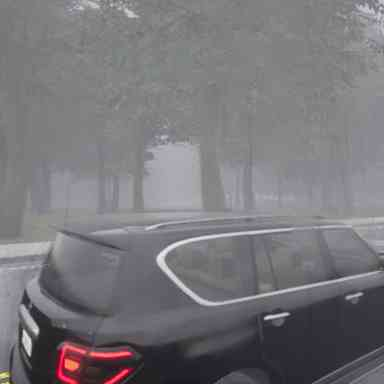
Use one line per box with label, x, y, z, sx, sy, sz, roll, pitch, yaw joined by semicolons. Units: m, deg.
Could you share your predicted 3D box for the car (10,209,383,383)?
car;0.926;1.242;4.101;5.566;2.045;2.150;0;0;-36
